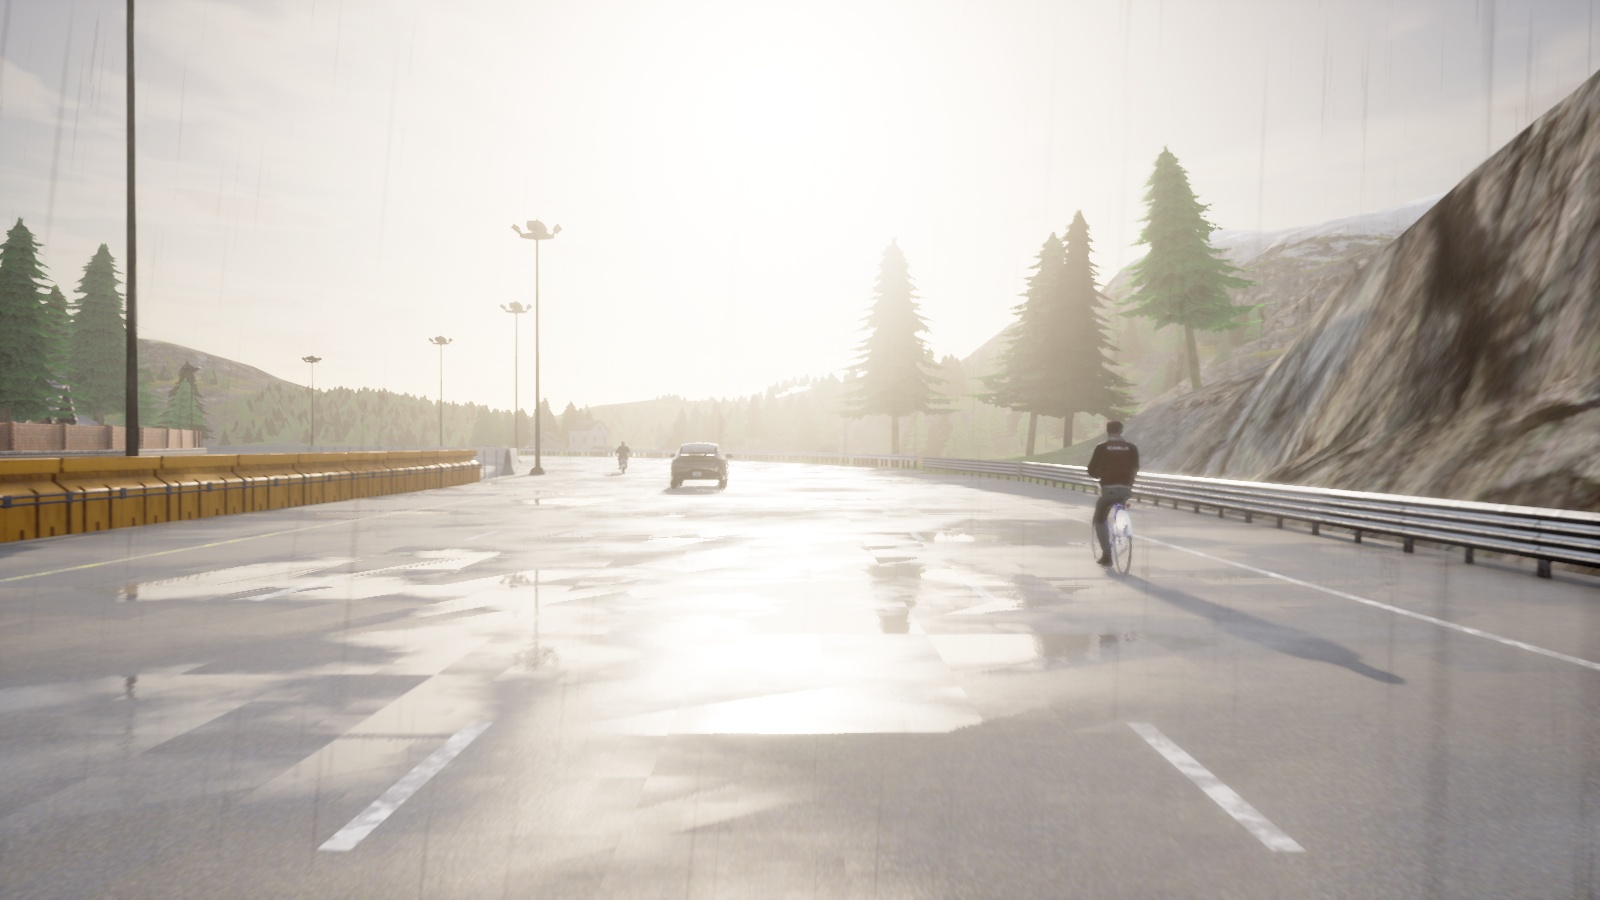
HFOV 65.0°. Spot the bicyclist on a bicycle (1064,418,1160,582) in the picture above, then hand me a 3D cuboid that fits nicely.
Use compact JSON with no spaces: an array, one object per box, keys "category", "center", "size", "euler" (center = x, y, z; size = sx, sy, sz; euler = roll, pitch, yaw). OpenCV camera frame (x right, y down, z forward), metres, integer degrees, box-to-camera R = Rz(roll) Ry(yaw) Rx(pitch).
[{"category":"bicyclist on a bicycle","center":[3.587,0.538,14.578],"size":[0.659,1.776,1.843],"euler":[0,0,0]}]

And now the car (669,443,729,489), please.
[{"category":"car","center":[-3.417,0.505,43.233],"size":[1.837,1.490,4.892],"euler":[0,0,-2]}]
